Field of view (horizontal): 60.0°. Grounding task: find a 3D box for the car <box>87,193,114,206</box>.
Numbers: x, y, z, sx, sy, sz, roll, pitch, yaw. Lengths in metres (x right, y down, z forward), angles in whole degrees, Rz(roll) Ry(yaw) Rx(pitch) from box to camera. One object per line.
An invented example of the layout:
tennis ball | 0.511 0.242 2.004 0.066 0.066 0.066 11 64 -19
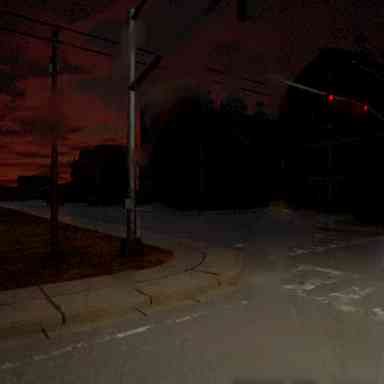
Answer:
car | -13.817 1.118 50.584 3.866 1.878 1.905 -2 5 11

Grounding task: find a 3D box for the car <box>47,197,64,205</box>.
car | -23.348 1.537 56.654 1.994 1.385 4.181 0 0 -36
